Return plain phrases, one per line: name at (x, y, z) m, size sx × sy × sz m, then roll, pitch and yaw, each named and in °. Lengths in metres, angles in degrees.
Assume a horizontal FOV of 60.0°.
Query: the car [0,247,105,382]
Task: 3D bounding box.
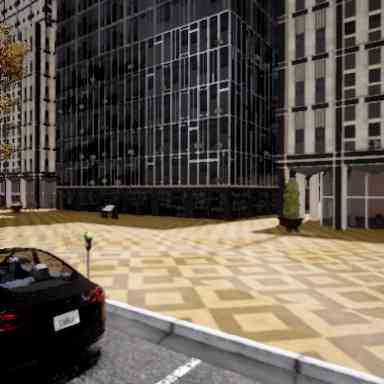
car at (-3.173, 1.537, 5.141) m, size 4.313 × 1.339 × 1.947 m, roll 0°, pitch 0°, yaw 36°
